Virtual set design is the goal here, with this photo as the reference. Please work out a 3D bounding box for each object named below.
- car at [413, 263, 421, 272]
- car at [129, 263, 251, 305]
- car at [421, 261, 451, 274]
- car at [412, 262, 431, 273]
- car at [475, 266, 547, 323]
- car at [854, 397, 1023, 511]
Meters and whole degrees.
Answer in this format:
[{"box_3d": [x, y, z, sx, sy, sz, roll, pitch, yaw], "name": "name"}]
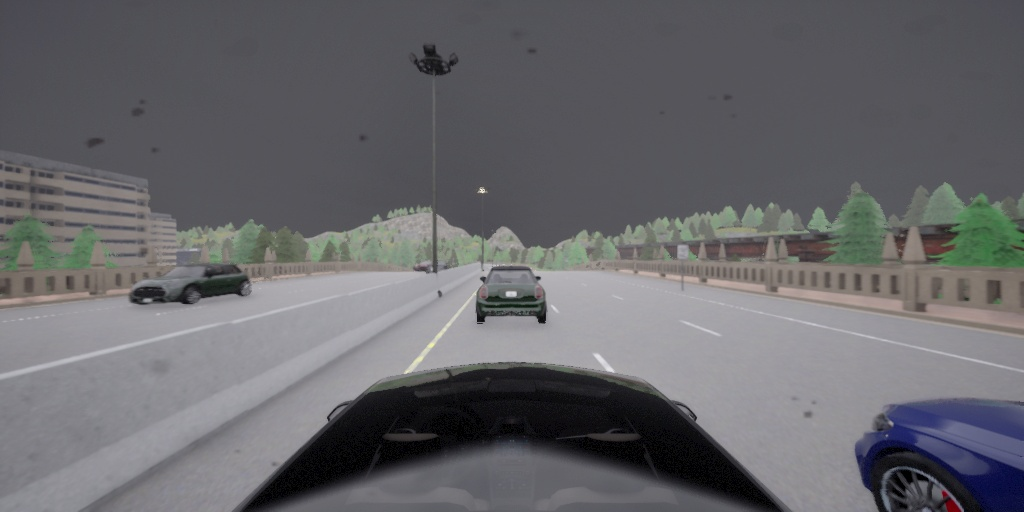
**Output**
[{"box_3d": [-11.190, 1.354, 47.625, 1.882, 1.535, 5.008, 0, -2, -1], "name": "car"}, {"box_3d": [-14.279, 1.151, 16.266, 2.097, 1.767, 4.553, 0, 0, -1], "name": "car"}, {"box_3d": [-7.561, 1.265, 37.435, 2.128, 1.511, 4.902, 0, 0, -1], "name": "car"}, {"box_3d": [-14.802, 1.890, 58.711, 1.882, 1.535, 5.008, 0, -4, 0], "name": "car"}, {"box_3d": [-0.047, 1.101, 12.302, 2.097, 1.767, 4.553, 0, 0, -1], "name": "car"}, {"box_3d": [3.495, 1.264, 0.729, 1.812, 1.442, 4.674, 0, 0, 1], "name": "car"}]
